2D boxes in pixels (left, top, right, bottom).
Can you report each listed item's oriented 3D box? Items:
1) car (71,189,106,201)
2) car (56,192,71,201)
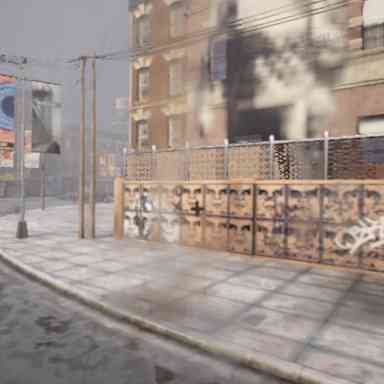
[{"bbox_3d":[-17.267,0.464,57.076,2.150,2.045,5.566,1,0,35],"label":"car"},{"bbox_3d":[-20.842,0.731,58.023,2.033,1.411,5.357,1,1,34],"label":"car"}]
